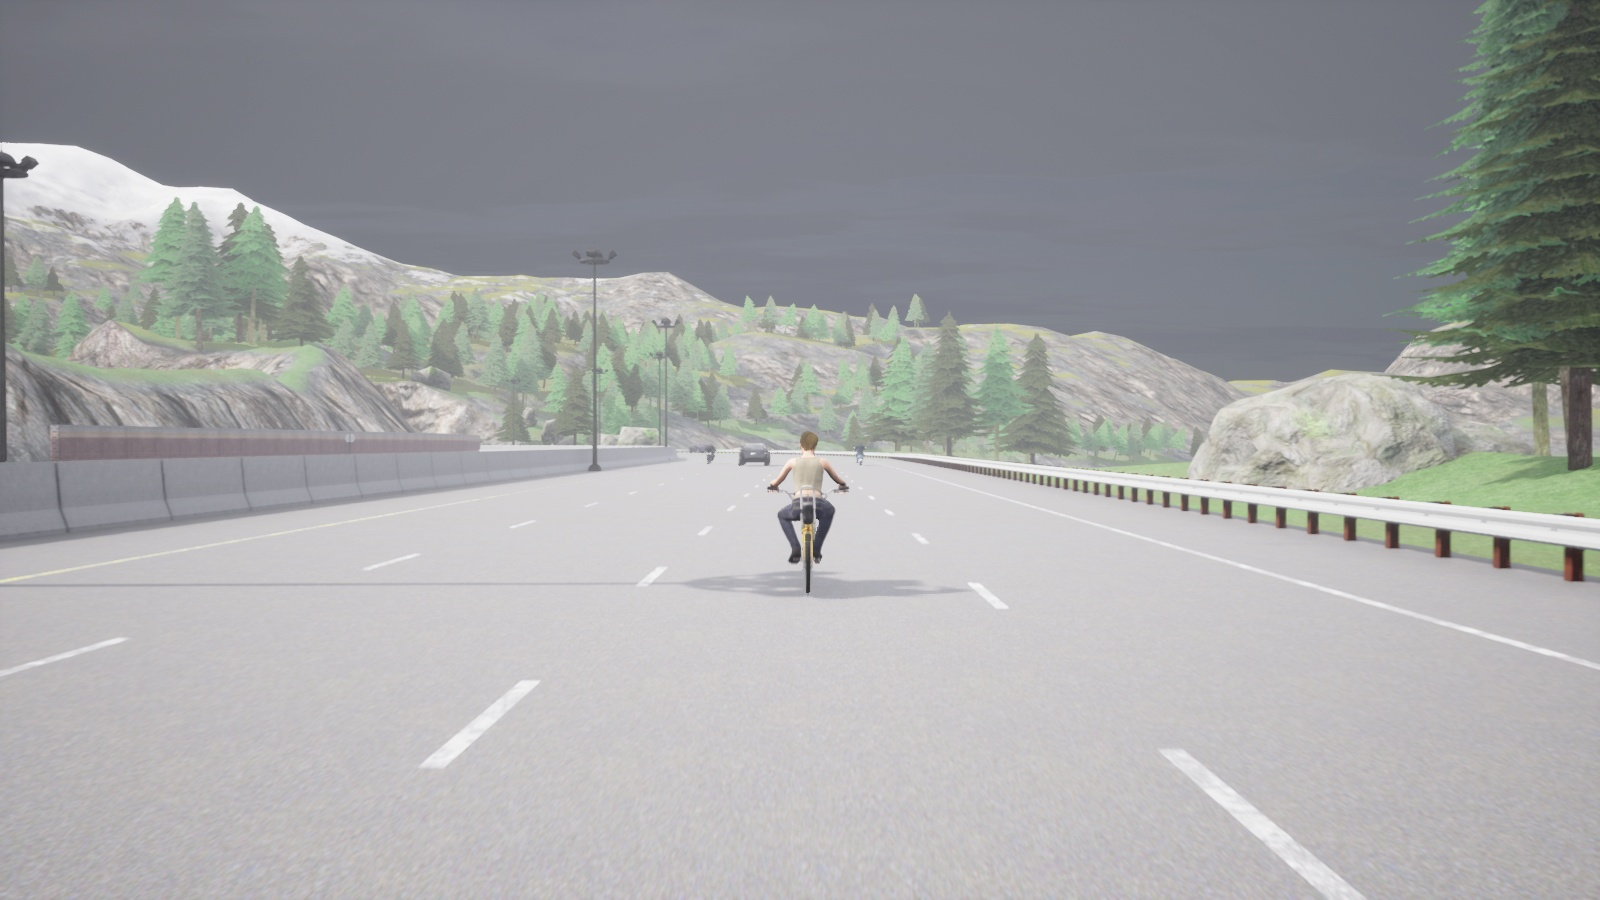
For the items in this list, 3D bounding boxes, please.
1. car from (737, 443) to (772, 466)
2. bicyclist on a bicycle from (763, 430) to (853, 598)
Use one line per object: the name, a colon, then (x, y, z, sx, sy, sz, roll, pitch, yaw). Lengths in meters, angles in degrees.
car: (-3.011, 0.277, 84.596, 2.163, 1.488, 4.792, 0, 0, 0)
bicyclist on a bicycle: (0.083, 0.612, 12.830, 0.866, 1.612, 1.509, 0, 0, 1)
